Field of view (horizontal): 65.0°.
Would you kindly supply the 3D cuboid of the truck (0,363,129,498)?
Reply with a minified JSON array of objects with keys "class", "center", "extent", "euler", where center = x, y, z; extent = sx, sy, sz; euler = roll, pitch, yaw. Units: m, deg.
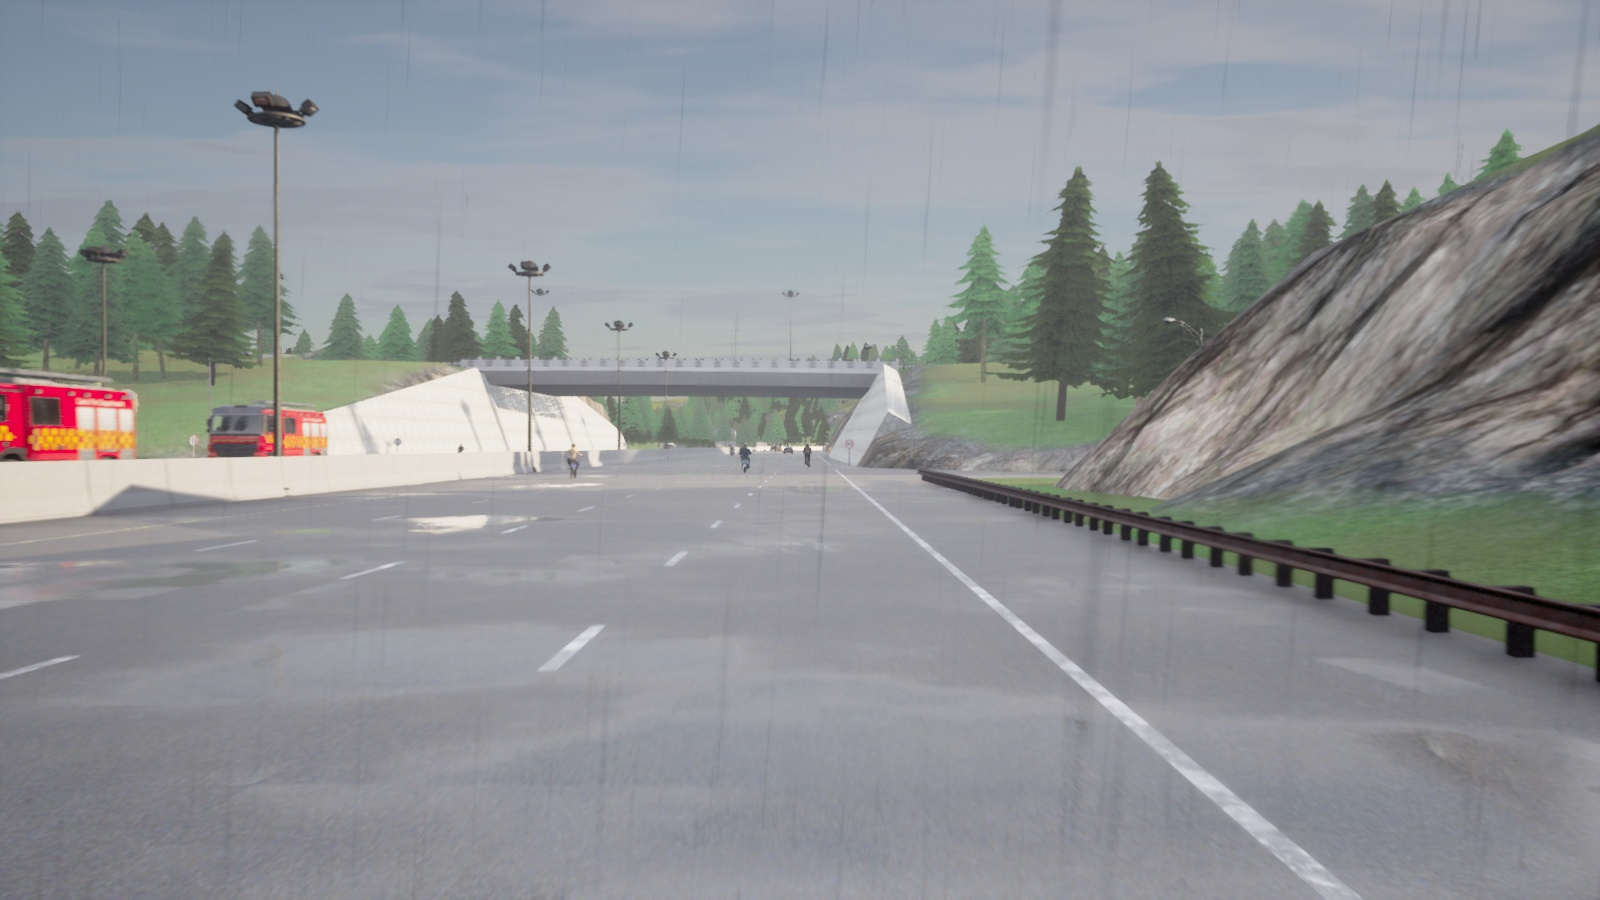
[{"class":"truck","center":[-24.264,-0.569,38.433],"extent":[2.891,3.827,8.468],"euler":[0,0,0]}]

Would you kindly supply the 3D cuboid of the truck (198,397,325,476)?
[{"class":"truck","center":[-27.613,-0.661,64.869],"extent":[2.891,3.827,8.468],"euler":[0,0,0]}]
